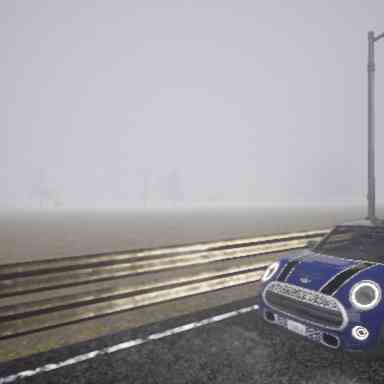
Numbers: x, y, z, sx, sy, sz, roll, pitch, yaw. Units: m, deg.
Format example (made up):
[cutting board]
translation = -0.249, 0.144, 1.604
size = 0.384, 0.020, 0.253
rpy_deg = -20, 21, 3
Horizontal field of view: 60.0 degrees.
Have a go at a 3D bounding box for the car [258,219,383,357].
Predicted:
[car]
translation = 3.317, 1.332, 6.050
size = 4.553, 1.767, 2.097
rpy_deg = 0, 0, -35
